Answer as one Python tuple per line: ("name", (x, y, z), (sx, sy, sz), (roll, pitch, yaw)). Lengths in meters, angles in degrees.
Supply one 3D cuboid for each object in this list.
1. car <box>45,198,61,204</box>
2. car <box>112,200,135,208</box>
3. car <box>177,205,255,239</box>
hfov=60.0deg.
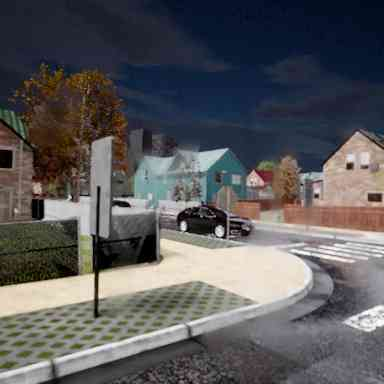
("car", (-18.310, 1.412, 43.508), (1.994, 1.385, 4.181), (2, -1, -36))
("car", (-5.925, 1.427, 26.765), (1.837, 1.490, 4.892), (2, 0, -37))
("car", (1.120, 1.478, 17.363), (1.837, 1.490, 4.892), (2, -1, -38))
